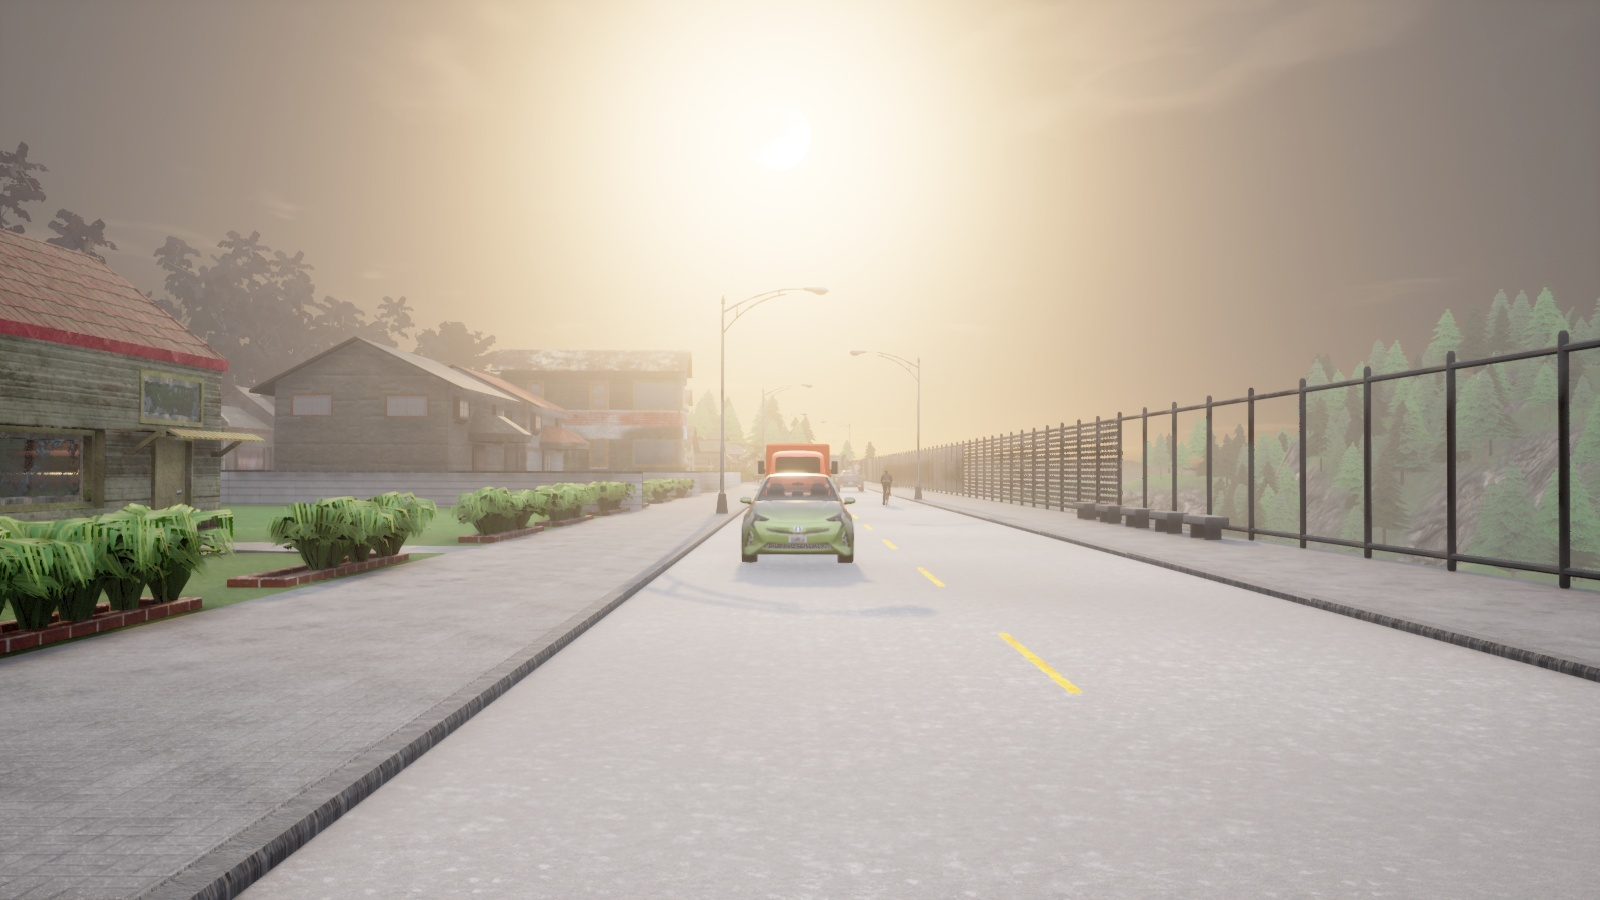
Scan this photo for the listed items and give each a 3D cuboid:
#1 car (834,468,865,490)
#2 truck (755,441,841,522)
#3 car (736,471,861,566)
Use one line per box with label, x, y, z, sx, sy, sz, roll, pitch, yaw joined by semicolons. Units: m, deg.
car;3.827;2.209;97.374;2.152;1.651;5.027;0;-1;0
truck;-0.067;1.018;41.173;2.627;2.467;5.204;0;-1;0
car;-0.031;1.139;22.527;2.007;1.525;4.514;0;-1;0
